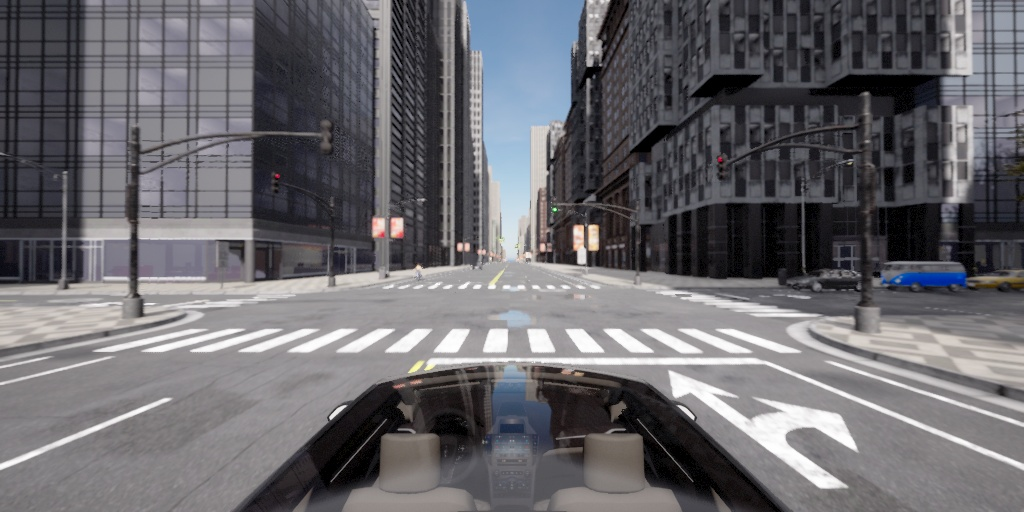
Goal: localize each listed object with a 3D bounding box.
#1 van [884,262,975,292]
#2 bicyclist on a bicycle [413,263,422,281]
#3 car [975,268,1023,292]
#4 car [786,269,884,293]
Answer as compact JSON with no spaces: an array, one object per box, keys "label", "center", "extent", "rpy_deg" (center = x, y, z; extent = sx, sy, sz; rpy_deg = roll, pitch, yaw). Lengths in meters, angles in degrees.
[{"label":"van","center":[24.739,1.235,21.685],"extent":[3.998,1.789,1.690],"rpy_deg":[0,0,0]},{"label":"bicyclist on a bicycle","center":[-8.709,1.499,33.239],"extent":[0.866,1.612,1.509],"rpy_deg":[0,-1,0]},{"label":"car","center":[30.187,1.409,21.663],"extent":[4.829,1.417,1.751],"rpy_deg":[0,0,0]},{"label":"car","center":[19.120,1.457,21.707],"extent":[4.403,1.370,2.007],"rpy_deg":[0,0,0]}]
